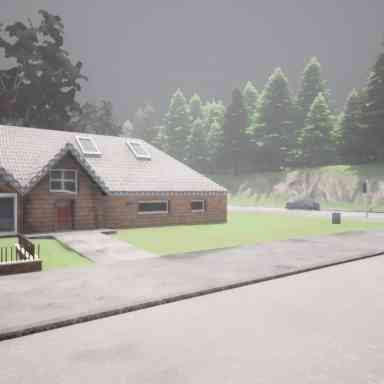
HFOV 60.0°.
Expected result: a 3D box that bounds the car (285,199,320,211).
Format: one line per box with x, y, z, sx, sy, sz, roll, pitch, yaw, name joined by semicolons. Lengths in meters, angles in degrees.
13.654;1.564;41.152;1.994;1.385;4.181;0;0;-35;car
